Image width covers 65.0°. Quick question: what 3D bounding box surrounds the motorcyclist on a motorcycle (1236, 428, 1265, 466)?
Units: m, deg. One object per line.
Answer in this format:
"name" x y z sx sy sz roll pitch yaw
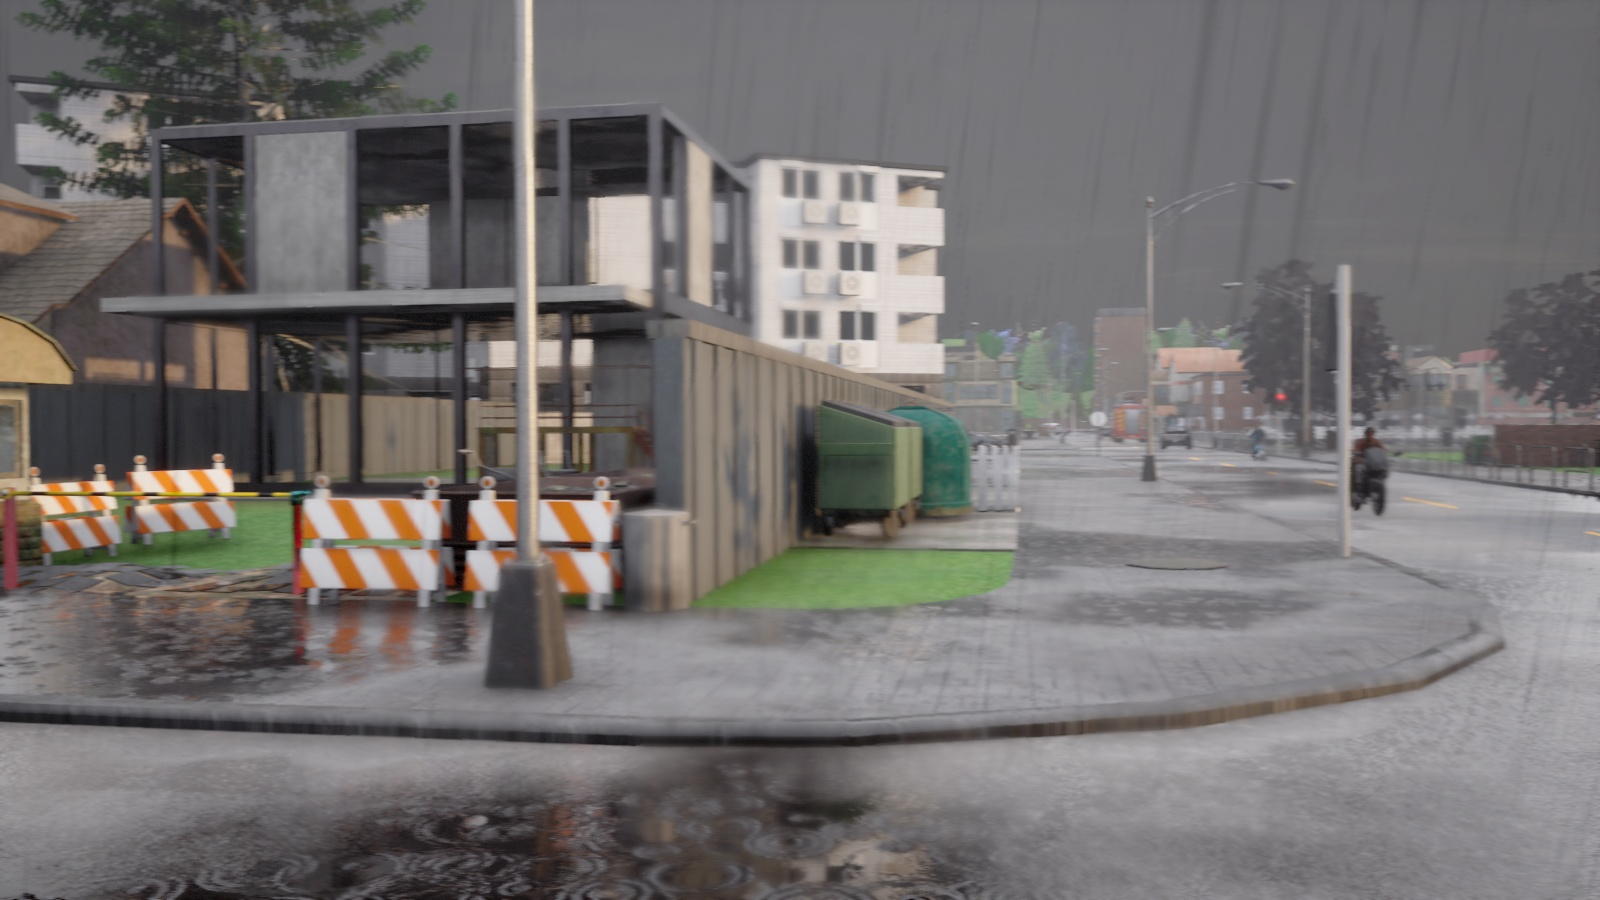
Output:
"motorcyclist on a motorcycle" 19.134 -0.160 53.391 0.866 1.590 1.817 0 1 10

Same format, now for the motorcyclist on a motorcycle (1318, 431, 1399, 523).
"motorcyclist on a motorcycle" 9.694 0.428 21.871 0.797 1.523 2.044 0 1 10

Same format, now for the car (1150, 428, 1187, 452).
"car" 23.788 -0.657 80.999 2.128 1.511 4.902 1 1 18

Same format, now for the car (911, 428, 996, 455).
"car" 8.999 -0.512 73.321 4.792 1.488 2.163 0 1 10
